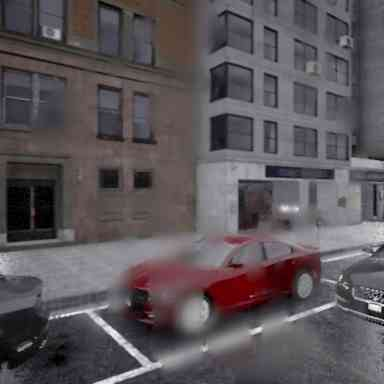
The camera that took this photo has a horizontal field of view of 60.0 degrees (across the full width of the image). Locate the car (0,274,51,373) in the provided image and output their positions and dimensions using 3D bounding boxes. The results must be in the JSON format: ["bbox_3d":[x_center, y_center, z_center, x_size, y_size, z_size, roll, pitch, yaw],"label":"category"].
[{"bbox_3d":[-3.852,1.551,3.442,4.403,1.369,2.008,0,0,-35],"label":"car"}]

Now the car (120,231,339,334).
[{"bbox_3d":[0.778,1.541,6.736,4.507,1.381,1.887,0,0,-35],"label":"car"}]

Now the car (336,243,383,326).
[{"bbox_3d":[4.749,1.499,6.447,4.892,1.490,1.837,0,0,-35],"label":"car"}]
